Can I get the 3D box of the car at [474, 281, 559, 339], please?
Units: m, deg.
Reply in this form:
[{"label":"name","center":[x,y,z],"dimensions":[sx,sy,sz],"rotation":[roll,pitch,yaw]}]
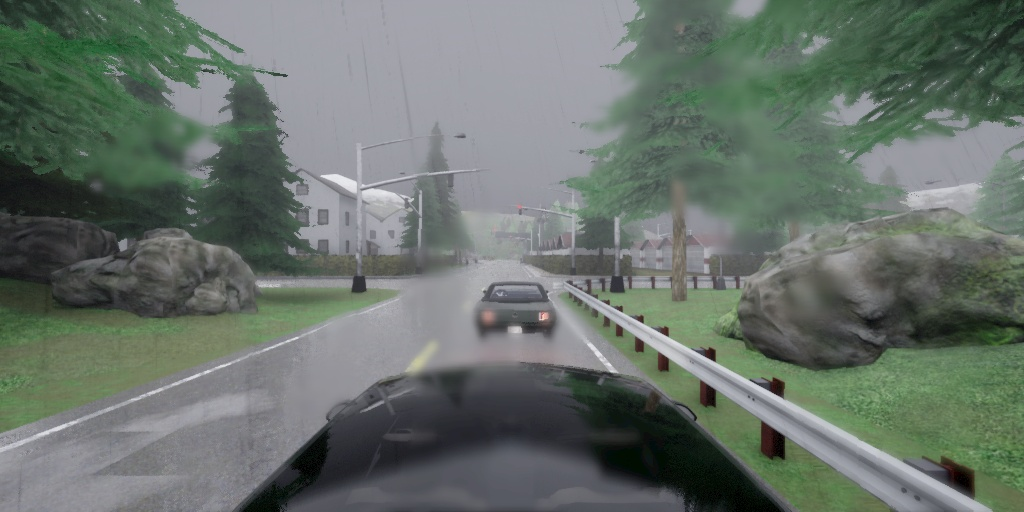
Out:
[{"label":"car","center":[0.106,1.351,10.081],"dimensions":[1.895,1.301,4.718],"rotation":[0,0,0]}]
